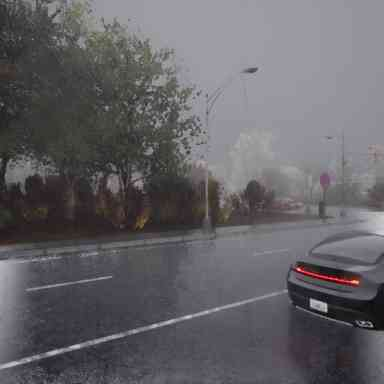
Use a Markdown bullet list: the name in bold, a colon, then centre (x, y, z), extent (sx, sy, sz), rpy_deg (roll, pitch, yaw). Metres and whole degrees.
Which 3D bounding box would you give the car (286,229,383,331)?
- **car**: centre (3.923, 1.504, 6.537), extent (4.892, 1.490, 1.837), rpy_deg (0, 0, -35)

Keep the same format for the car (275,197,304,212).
- **car**: centre (10.977, 1.348, 39.455), extent (2.097, 1.767, 4.553), rpy_deg (0, 0, -32)
